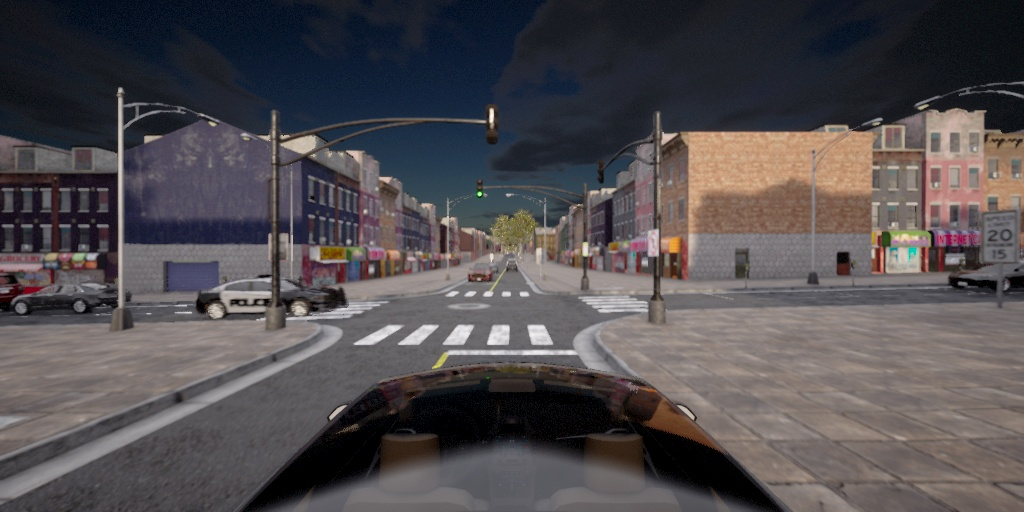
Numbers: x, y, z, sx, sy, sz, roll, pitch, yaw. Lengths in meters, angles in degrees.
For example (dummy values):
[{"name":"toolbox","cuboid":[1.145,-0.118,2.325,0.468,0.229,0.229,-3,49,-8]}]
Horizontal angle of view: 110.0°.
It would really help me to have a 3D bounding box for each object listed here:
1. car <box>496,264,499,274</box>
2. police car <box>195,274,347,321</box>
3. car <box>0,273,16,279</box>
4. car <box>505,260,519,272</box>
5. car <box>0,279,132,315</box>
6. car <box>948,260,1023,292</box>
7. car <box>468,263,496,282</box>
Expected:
[{"name":"car","cuboid":[-2.826,1.734,49.938,2.128,1.511,4.902,0,-1,0]},{"name":"police car","cuboid":[-9.285,1.509,14.022,5.238,1.638,1.930,-1,0,0]},{"name":"car","cuboid":[-25.893,1.788,16.660,5.009,1.841,2.192,0,0,0]},{"name":"car","cuboid":[0.002,1.809,58.109,1.837,1.490,4.892,0,0,0]},{"name":"car","cuboid":[-20.359,1.889,16.661,4.403,1.370,2.007,0,0,0]},{"name":"car","cuboid":[23.117,0.863,16.668,4.313,1.339,1.948,0,0,0]},{"name":"car","cuboid":[-2.844,1.450,33.183,2.097,1.767,4.553,0,-1,0]}]
